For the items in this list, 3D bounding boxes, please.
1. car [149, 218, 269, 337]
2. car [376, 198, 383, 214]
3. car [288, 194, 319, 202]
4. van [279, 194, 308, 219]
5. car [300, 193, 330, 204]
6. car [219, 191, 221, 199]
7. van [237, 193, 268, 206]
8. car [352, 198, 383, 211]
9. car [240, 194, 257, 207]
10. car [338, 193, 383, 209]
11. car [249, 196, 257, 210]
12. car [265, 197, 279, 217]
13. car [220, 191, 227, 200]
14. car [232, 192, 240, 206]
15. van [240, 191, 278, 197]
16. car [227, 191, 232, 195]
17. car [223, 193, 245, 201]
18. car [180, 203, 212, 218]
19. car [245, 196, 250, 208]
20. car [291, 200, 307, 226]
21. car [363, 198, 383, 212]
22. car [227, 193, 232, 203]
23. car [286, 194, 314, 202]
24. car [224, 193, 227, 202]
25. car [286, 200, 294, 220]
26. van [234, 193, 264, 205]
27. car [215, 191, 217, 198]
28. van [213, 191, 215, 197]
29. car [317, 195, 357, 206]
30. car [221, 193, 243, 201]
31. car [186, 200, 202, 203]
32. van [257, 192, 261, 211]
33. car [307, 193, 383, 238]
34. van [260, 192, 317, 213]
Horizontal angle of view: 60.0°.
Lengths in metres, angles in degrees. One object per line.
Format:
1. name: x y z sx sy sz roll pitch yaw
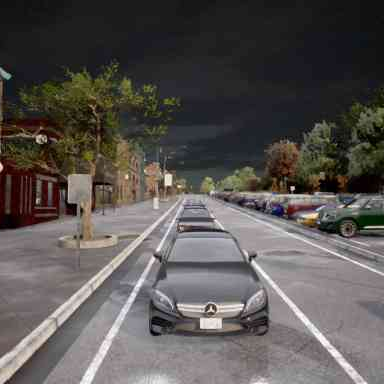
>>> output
1. car: 0.251 1.524 6.843 1.812 1.442 4.674 0 0 0
2. car: 22.410 1.444 34.675 5.366 1.575 1.946 0 0 0
3. car: 21.814 1.209 65.208 5.366 1.575 1.946 0 0 0
4. van: 9.330 1.237 25.462 4.442 1.987 1.878 0 0 0
5. car: 22.072 1.136 59.659 4.553 1.767 2.185 0 1 0
6. car: 8.874 0.938 67.515 5.566 2.045 2.435 0 1 0
7. van: 9.143 1.113 50.698 4.442 1.987 1.878 0 1 0
8. car: 22.213 1.452 40.229 4.792 1.488 2.163 0 0 0
9. car: 9.095 1.409 42.287 4.892 1.521 2.231 0 0 0
10. car: 22.135 1.153 43.002 5.566 2.045 2.435 0 0 0
11. car: 9.159 1.470 36.676 4.792 1.488 2.163 0 0 0
12. car: 9.187 1.460 28.264 5.008 1.535 2.097 0 0 0
13. car: 8.895 0.963 64.712 5.566 2.045 2.435 0 1 0
14. car: 9.019 1.113 47.893 5.566 2.045 2.435 0 1 0
15. van: 9.185 1.163 45.094 4.442 1.987 1.878 0 0 0
16. car: 8.996 1.139 59.107 4.553 1.767 2.185 0 1 0
17. car: 8.851 1.039 70.319 4.553 1.767 2.185 0 1 0
18. car: 0.188 1.532 17.422 2.033 1.411 5.357 0 0 0
19. car: 9.107 1.466 39.484 4.674 1.452 2.002 0 0 0
20. car: 9.069 1.466 19.854 5.366 1.575 1.946 0 0 0
21. car: 22.175 1.469 37.446 4.792 1.488 2.163 0 0 0
22. car: 8.979 1.290 56.306 4.892 1.521 2.231 0 1 0
23. car: 21.985 1.188 67.986 4.892 1.521 2.231 0 1 0
24. car: 8.941 1.279 61.912 4.674 1.452 2.002 0 1 0
25. car: 9.236 1.506 22.658 4.674 1.452 2.002 0 0 0
26. van: 9.123 1.089 53.501 4.442 1.987 1.878 0 1 0
27. car: 8.794 1.065 81.533 5.008 1.535 2.097 0 1 0
28. van: 8.620 0.764 89.940 4.442 1.987 1.878 0 1 0
29. car: 22.288 1.332 51.333 5.366 1.575 1.946 0 1 0
30. car: 8.830 1.014 73.123 4.553 1.767 2.185 0 1 0
31. car: 0.211 1.442 29.870 2.128 1.511 4.902 0 0 0
32. van: 9.268 1.222 33.873 4.442 1.987 1.878 0 0 0
33. car: 9.247 1.221 17.051 5.566 2.045 2.435 0 0 0
34. van: 9.055 1.230 31.070 4.442 1.987 1.878 0 0 0
